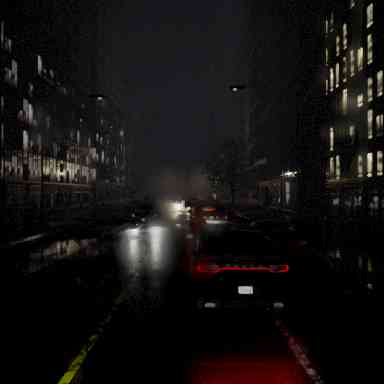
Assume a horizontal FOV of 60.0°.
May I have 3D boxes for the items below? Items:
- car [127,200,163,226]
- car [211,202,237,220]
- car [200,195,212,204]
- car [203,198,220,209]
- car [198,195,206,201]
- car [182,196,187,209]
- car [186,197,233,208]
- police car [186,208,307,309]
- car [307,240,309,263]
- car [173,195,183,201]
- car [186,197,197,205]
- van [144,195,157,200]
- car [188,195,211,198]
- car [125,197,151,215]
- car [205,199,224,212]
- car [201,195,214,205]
[{"bbox_3d":[-3.136,1.524,23.807,1.812,1.442,4.674,0,0,0],"label":"car"},{"bbox_3d":[2.648,1.580,28.446,1.802,1.307,4.206,0,0,0],"label":"car"},{"bbox_3d":[2.599,1.399,62.600,1.967,1.590,4.097,0,0,0],"label":"car"},{"bbox_3d":[2.624,1.536,45.523,2.008,1.369,4.403,0,0,0],"label":"car"},{"bbox_3d":[2.566,1.459,85.371,1.887,1.381,4.507,0,0,0],"label":"car"},{"bbox_3d":[-0.052,1.586,45.646,1.895,1.301,4.718,0,0,0],"label":"car"},{"bbox_3d":[0.872,1.350,17.971,2.097,1.767,4.553,0,0,0],"label":"car"},{"bbox_3d":[0.888,1.425,8.111,1.930,1.638,5.238,0,0,0],"label":"police car"},{"bbox_3d":[2.673,1.581,11.368,1.802,1.307,4.206,0,0,0],"label":"car"},{"bbox_3d":[-3.124,1.398,82.629,1.882,1.535,5.008,0,0,0],"label":"car"},{"bbox_3d":[-0.087,1.529,58.761,1.994,1.385,4.181,0,0,0],"label":"car"},{"bbox_3d":[-5.757,1.326,45.515,1.690,1.788,3.998,0,0,0],"label":"van"},{"bbox_3d":[0.863,1.349,23.970,2.097,1.767,4.553,0,0,0],"label":"car"},{"bbox_3d":[-5.741,1.546,34.130,2.008,1.369,4.403,0,0,0],"label":"car"},{"bbox_3d":[2.632,1.542,39.831,2.008,1.369,4.403,0,0,0],"label":"car"},{"bbox_3d":[2.607,1.408,56.908,1.967,1.590,4.097,0,0,0],"label":"car"}]
